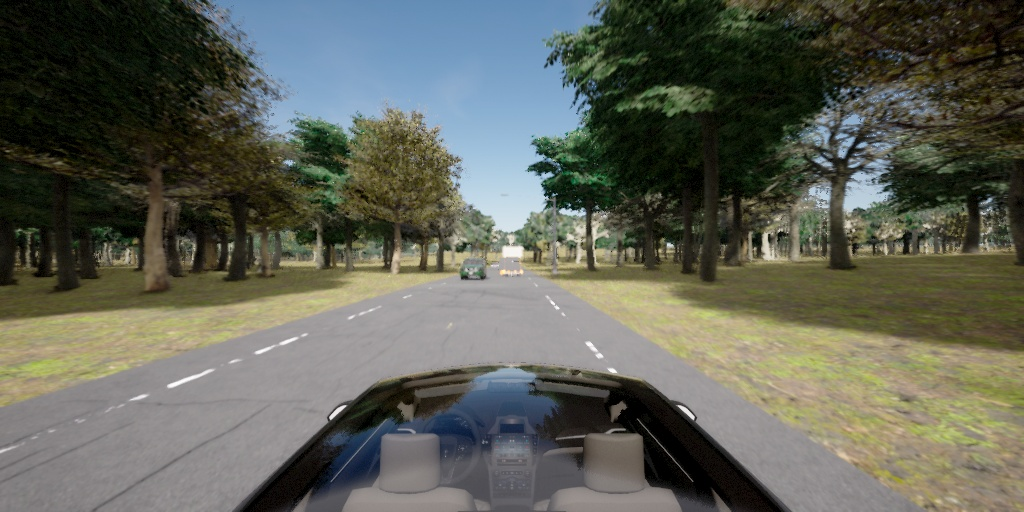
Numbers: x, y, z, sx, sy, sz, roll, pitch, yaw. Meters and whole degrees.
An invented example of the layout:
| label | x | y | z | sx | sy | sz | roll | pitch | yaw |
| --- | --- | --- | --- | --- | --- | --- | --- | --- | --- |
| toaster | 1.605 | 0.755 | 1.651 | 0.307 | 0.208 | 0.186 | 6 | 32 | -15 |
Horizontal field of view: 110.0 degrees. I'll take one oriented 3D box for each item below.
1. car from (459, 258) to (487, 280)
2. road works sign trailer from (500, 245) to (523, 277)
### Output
| label | x | y | z | sx | sy | sz | roll | pitch | yaw |
| --- | --- | --- | --- | --- | --- | --- | --- | --- | --- |
| car | -3.584 | 1.195 | 34.118 | 2.150 | 2.045 | 5.566 | 0 | -1 | 0 |
| road works sign trailer | 0.063 | 0.566 | 41.294 | 2.380 | 3.560 | 2.880 | 0 | 0 | -2 |
